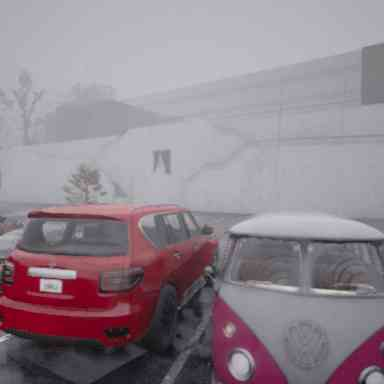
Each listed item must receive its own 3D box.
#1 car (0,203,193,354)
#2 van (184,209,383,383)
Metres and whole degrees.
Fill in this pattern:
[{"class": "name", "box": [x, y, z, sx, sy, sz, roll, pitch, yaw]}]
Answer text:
[{"class": "car", "box": [-0.949, 1.239, 6.512, 2.435, 2.045, 5.566, 0, -1, 15]}, {"class": "van", "box": [1.450, 1.263, 4.635, 1.878, 1.987, 4.442, 1, -1, 16]}]
